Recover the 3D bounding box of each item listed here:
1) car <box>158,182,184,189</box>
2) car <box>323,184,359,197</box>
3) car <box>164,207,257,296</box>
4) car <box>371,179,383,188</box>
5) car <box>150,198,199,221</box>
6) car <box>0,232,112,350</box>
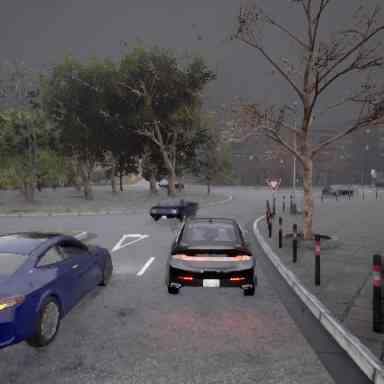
[{"bbox_3d":[-3.886,-1.206,60.917,4.718,1.301,1.895,1,4,24],"label":"car"},{"bbox_3d":[18.291,-0.190,40.845,4.902,1.511,2.128,-2,4,-26],"label":"car"},{"bbox_3d":[0.474,1.399,8.484,2.128,1.511,4.902,0,1,3],"label":"car"},{"bbox_3d":[34.491,-1.565,59.918,2.185,1.767,4.553,-1,4,-16],"label":"car"},{"bbox_3d":[-0.968,1.050,21.418,1.895,1.301,4.718,1,3,16],"label":"car"},{"bbox_3d":[-2.894,1.470,6.101,1.812,1.442,4.674,0,1,2],"label":"car"}]
